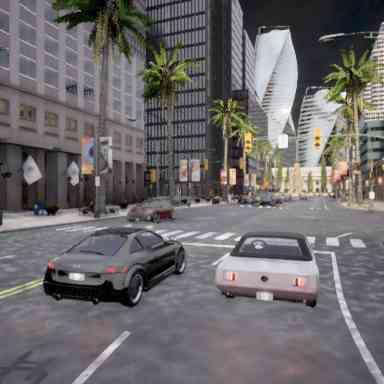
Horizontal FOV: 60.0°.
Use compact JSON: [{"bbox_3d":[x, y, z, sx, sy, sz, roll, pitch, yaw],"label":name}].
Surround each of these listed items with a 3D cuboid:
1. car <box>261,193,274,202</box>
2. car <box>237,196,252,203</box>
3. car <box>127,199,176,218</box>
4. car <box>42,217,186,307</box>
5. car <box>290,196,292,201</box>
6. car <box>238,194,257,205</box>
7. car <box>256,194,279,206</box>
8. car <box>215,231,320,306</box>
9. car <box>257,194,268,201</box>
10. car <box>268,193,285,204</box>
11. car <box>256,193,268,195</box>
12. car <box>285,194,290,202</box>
[{"bbox_3d":[17.660,1.206,77.337,2.150,2.045,5.566,0,0,22],"label":"car"},{"bbox_3d":[10.857,1.497,68.799,2.161,1.482,4.786,0,0,21],"label":"car"},{"bbox_3d":[-2.988,1.346,25.195,2.097,1.767,4.553,0,0,21],"label":"car"},{"bbox_3d":[-1.584,1.562,8.172,1.994,1.385,4.181,0,0,17],"label":"car"},{"bbox_3d":[23.585,1.335,82.804,2.097,1.767,4.553,0,0,22],"label":"car"},{"bbox_3d":[9.789,1.550,57.610,1.994,1.385,4.181,0,0,21],"label":"car"},{"bbox_3d":[12.511,1.534,54.969,2.033,1.411,5.357,0,0,22],"label":"car"},{"bbox_3d":[2.024,1.599,8.129,1.895,1.301,4.718,0,0,18],"label":"car"},{"bbox_3d":[18.957,1.333,89.179,2.185,1.767,4.553,0,0,21],"label":"car"},{"bbox_3d":[16.107,1.462,63.973,1.882,1.535,5.008,0,0,22],"label":"car"},{"bbox_3d":[13.821,1.207,67.624,2.150,2.045,5.566,0,0,22],"label":"car"},{"bbox_3d":[19.829,1.507,73.319,1.812,1.442,4.674,0,0,21],"label":"car"}]
